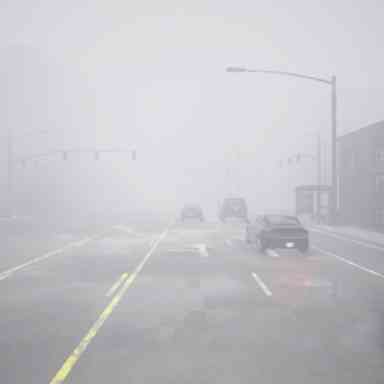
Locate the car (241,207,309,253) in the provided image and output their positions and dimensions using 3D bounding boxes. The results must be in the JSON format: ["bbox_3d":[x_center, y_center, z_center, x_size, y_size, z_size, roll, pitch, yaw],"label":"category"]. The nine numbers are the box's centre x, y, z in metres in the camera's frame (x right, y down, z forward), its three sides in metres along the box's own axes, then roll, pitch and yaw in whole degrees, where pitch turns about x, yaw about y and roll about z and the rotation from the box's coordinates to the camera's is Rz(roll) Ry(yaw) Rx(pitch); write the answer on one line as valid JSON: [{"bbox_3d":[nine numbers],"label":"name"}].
[{"bbox_3d":[3.504,1.644,14.312,1.837,1.490,4.892,0,0,0],"label":"car"}]

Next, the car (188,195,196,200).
[{"bbox_3d":[-0.011,2.174,87.717,2.097,1.767,4.553,0,-1,0],"label":"car"}]

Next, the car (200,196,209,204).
[{"bbox_3d":[3.489,2.323,88.163,1.837,1.490,4.892,0,-1,0],"label":"car"}]

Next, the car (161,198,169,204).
[{"bbox_3d":[-7.011,2.372,86.546,1.994,1.385,4.181,0,-1,0],"label":"car"}]

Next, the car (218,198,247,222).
[{"bbox_3d":[3.501,1.492,29.044,2.150,2.045,5.566,0,0,0],"label":"car"}]

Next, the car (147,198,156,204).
[{"bbox_3d":[-10.511,2.344,86.545,1.812,1.442,4.674,0,-1,0],"label":"car"}]

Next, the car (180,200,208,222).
[{"bbox_3d":[0.002,1.771,29.305,2.128,1.511,4.902,0,0,0],"label":"car"}]
